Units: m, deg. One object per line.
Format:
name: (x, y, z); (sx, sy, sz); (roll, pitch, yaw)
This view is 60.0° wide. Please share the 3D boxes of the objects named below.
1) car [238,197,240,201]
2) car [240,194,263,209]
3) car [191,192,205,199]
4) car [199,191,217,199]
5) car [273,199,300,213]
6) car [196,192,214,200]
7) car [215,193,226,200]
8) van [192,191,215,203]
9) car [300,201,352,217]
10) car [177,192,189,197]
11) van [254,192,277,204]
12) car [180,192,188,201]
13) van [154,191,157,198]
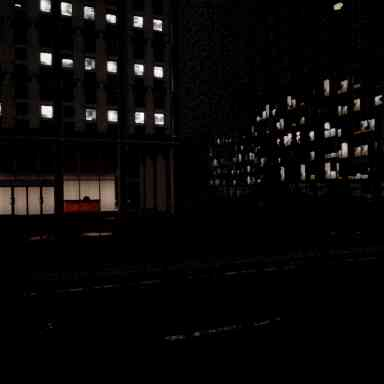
car: (9.722, 1.058, 59.032); (1.802, 1.307, 4.206); (0, 1, -21)
car: (8.002, 1.331, 40.091); (1.947, 1.339, 4.313); (0, 1, -21)
car: (1.524, 0.705, 80.236); (1.967, 1.590, 4.097); (0, 1, -21)
car: (3.573, 0.633, 74.934); (2.192, 1.841, 5.009); (0, 1, -21)
car: (9.997, 1.399, 34.769); (1.802, 1.307, 4.206); (0, 1, -21)
car: (2.754, 0.878, 69.852); (1.882, 1.535, 5.008); (-1, 1, -21)
car: (5.623, 0.953, 69.636); (1.802, 1.307, 4.206); (0, 1, -21)
van: (1.905, 0.951, 56.010); (1.690, 1.788, 3.998); (0, 1, -21)
car: (12.030, 1.434, 29.459); (1.947, 1.339, 4.313); (0, 1, -21)
car: (-2.574, 0.709, 90.840); (2.008, 1.369, 4.403); (0, 1, -21)
van: (11.769, 0.869, 53.728); (1.690, 1.788, 3.998); (0, 1, -21)
car: (-2.194, 1.055, 66.615); (2.008, 1.369, 4.403); (0, 1, -21)
van: (-8.342, 0.686, 82.517); (1.690, 1.788, 3.998); (0, 1, -21)
